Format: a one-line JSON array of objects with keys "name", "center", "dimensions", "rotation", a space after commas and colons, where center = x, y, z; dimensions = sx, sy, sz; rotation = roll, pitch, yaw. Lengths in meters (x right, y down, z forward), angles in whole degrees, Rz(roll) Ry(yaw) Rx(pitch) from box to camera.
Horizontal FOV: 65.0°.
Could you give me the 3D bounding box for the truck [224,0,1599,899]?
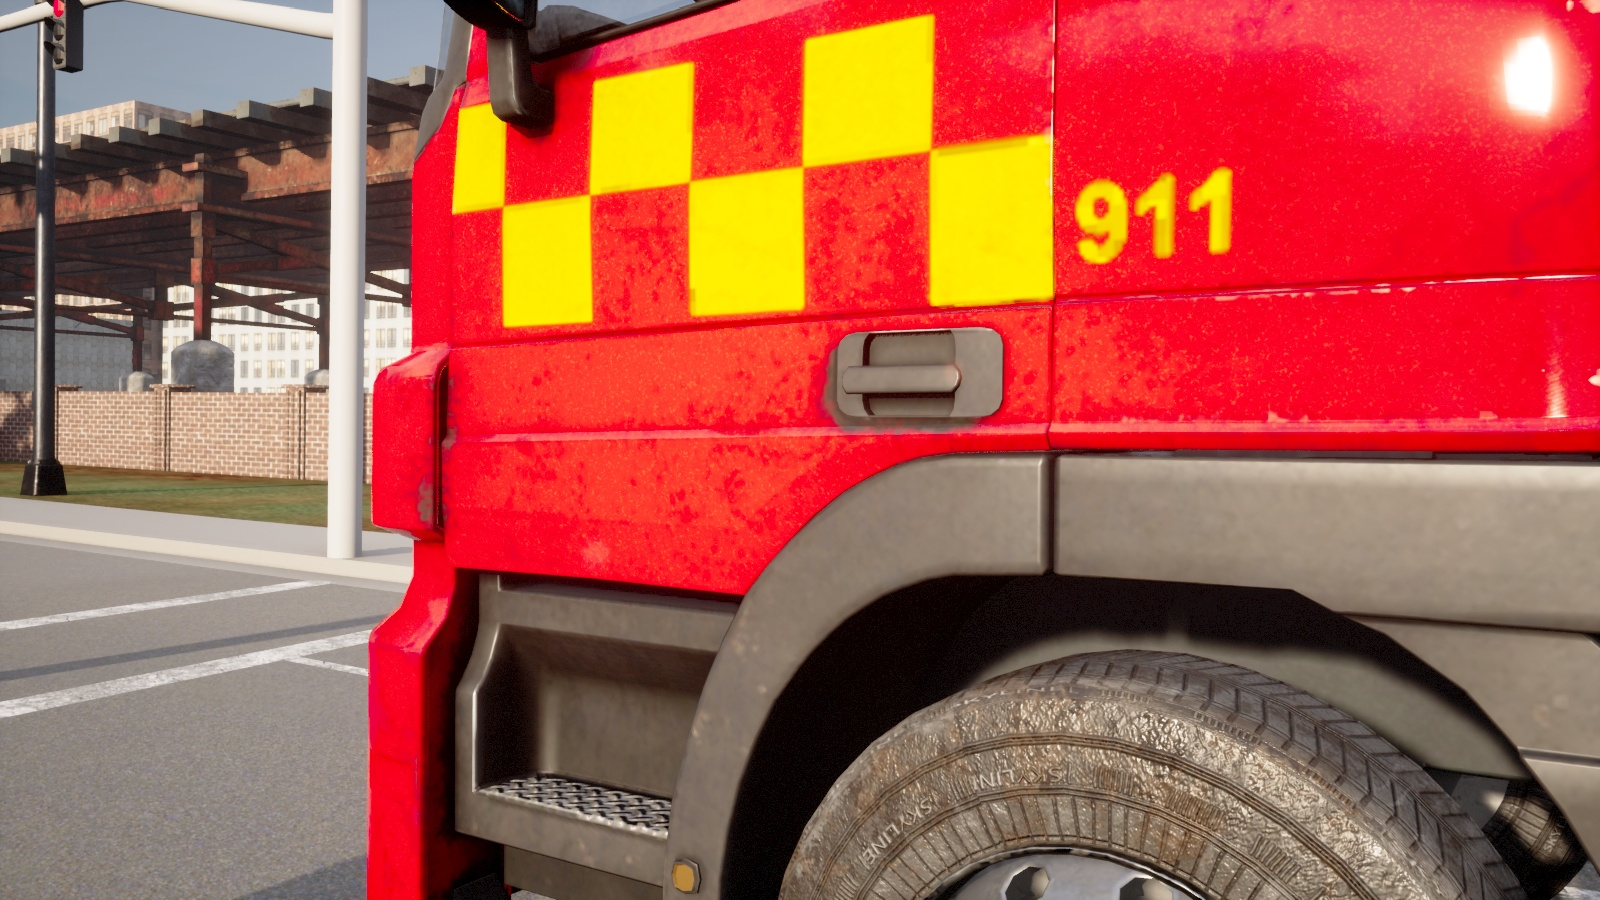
[{"name": "truck", "center": [3.107, -0.482, 1.535], "dimensions": [8.468, 3.827, 2.891], "rotation": [0, 1, 34]}]
